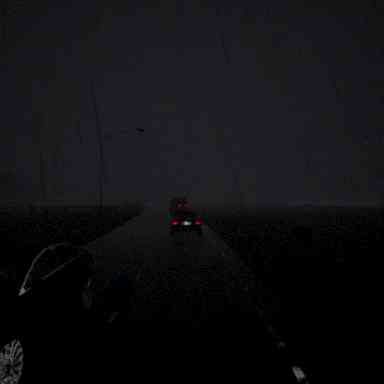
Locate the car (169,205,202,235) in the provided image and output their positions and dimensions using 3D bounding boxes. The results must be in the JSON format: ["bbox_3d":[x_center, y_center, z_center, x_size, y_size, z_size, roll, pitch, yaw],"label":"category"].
[{"bbox_3d":[-0.398,1.773,20.419,2.033,1.411,5.357,0,-1,-2],"label":"car"}]

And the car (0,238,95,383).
[{"bbox_3d":[-2.907,1.547,5.091,2.128,1.511,4.902,0,-1,-1],"label":"car"}]

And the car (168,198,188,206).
[{"bbox_3d":[-1.625,1.686,40.135,2.150,2.045,5.566,0,-1,-5],"label":"car"}]
